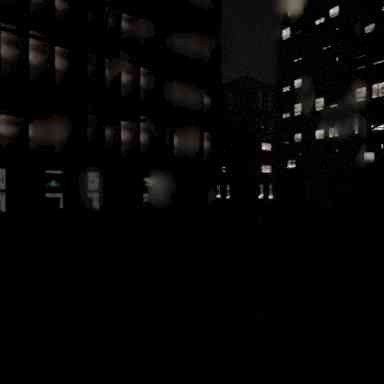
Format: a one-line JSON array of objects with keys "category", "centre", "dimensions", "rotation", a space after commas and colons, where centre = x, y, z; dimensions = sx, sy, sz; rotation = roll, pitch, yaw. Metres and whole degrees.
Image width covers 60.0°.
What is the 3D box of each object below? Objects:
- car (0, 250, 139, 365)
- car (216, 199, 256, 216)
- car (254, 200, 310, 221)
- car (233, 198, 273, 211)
[{"category": "car", "centre": [-2.835, 1.566, 4.532], "dimensions": [4.313, 1.339, 1.947], "rotation": [0, 0, -36]}, {"category": "car", "centre": [4.039, 1.450, 30.658], "dimensions": [1.752, 1.417, 4.829], "rotation": [0, 0, -36]}, {"category": "car", "centre": [7.240, 1.517, 26.195], "dimensions": [1.802, 1.307, 4.206], "rotation": [0, 0, -36]}, {"category": "car", "centre": [7.347, 1.476, 40.421], "dimensions": [1.752, 1.417, 4.829], "rotation": [0, 0, -36]}]
